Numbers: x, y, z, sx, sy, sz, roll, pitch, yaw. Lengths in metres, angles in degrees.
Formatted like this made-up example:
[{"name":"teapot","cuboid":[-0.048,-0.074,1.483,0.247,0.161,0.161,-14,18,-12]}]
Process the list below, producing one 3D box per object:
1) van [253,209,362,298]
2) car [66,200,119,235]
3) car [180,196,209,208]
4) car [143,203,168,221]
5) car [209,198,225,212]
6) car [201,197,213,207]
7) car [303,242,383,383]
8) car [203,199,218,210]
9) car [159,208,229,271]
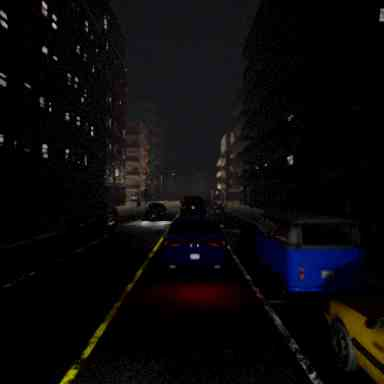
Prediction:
[{"name":"van","cuboid":[2.677,1.382,8.375,1.690,1.788,3.998,-1,0,0]},{"name":"car","cuboid":[-5.705,1.415,19.748,2.192,1.841,5.009,-1,0,0]},{"name":"car","cuboid":[0.095,1.372,29.548,2.150,2.045,5.566,0,0,0]},{"name":"car","cuboid":[-3.101,1.673,29.056,1.812,1.442,4.674,0,0,0]},{"name":"car","cuboid":[2.678,1.739,36.797,2.008,1.369,4.403,-1,0,0]},{"name":"car","cuboid":[2.676,1.753,59.537,1.967,1.590,4.097,-1,0,0]},{"name":"car","cuboid":[2.679,1.540,2.860,1.752,1.417,4.829,-1,0,0]},{"name":"car","cuboid":[2.678,1.795,48.167,1.887,1.381,4.507,-1,0,0]},{"name":"car","cuboid":[0.085,1.533,11.091,1.882,1.535,5.008,0,0,0]}]
